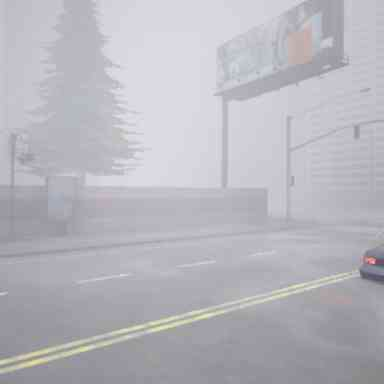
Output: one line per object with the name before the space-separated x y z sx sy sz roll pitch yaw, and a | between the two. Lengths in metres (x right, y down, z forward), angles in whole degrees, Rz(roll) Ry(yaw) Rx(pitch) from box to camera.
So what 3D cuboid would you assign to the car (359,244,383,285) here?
car | 6.295 1.567 8.277 5.357 1.411 2.033 0 0 -35
